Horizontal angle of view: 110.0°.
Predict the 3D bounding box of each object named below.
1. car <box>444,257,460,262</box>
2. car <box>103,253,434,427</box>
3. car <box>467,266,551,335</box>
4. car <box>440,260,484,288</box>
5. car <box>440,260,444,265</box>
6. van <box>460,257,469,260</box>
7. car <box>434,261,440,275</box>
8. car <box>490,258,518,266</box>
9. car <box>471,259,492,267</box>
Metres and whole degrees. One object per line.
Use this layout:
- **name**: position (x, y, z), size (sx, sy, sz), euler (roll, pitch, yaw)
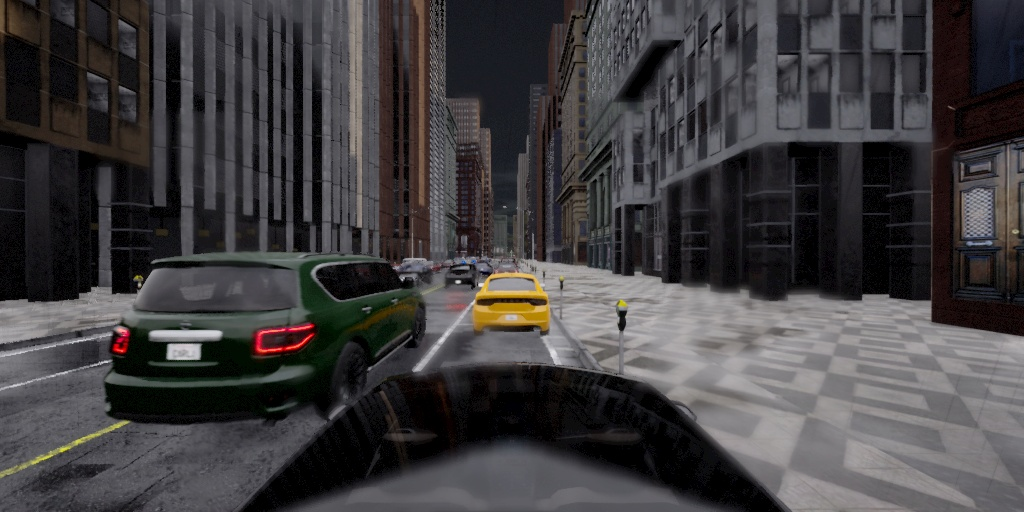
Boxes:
- **car**: position (-8.908, 1.189, 49.741), size (1.967, 1.591, 4.097), euler (0, 0, 0)
- **car**: position (-3.049, 0.973, 6.010), size (2.150, 2.045, 5.566), euler (0, 0, 0)
- **car**: position (-0.006, 1.227, 10.501), size (1.882, 1.535, 5.008), euler (0, 0, 0)
- **car**: position (-3.144, 1.255, 23.467), size (1.837, 1.490, 4.892), euler (0, 0, 0)
- **car**: position (-8.908, 1.189, 38.467), size (1.967, 1.591, 4.097), euler (0, 0, 0)
- **van**: position (-8.908, 1.090, 61.014), size (1.690, 1.789, 3.998), euler (0, 0, 0)
- **car**: position (-6.245, 1.240, 22.635), size (2.128, 1.511, 4.902), euler (0, 0, 0)
- **car**: position (-0.383, 1.189, 27.203), size (1.967, 1.591, 4.097), euler (0, 0, 0)
- **car**: position (-3.048, 1.313, 37.653), size (1.994, 1.385, 4.181), euler (0, 0, 0)
